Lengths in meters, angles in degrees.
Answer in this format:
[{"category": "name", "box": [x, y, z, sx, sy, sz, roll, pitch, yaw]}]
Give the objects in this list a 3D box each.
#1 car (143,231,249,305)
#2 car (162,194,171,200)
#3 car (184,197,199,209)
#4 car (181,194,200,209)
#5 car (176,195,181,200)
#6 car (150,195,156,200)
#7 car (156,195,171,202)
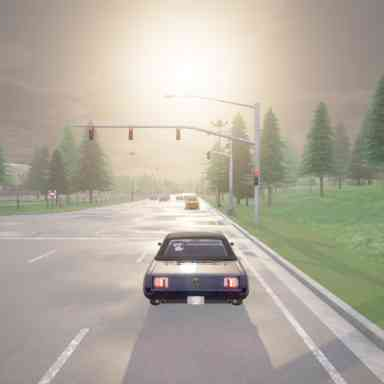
[{"category": "car", "box": [0.090, 1.603, 8.018, 1.895, 1.301, 4.718, 0, 0, 0]}, {"category": "car", "box": [-6.878, 1.401, 90.735, 2.033, 1.411, 5.357, 0, 0, 0]}, {"category": "car", "box": [-0.041, 1.592, 49.686, 2.033, 1.411, 5.357, 0, 1, 2]}, {"category": "car", "box": [-0.093, 1.113, 46.136, 1.882, 1.535, 5.008, -3, 16, -4]}, {"category": "car", "box": [-3.378, 1.582, 91.144, 1.994, 1.385, 4.181, 0, 0, 0]}, {"category": "car", "box": [-10.378, 1.569, 91.153, 2.033, 1.411, 5.357, 0, 0, 0]}, {"category": "car", "box": [-6.892, 1.557, 80.315, 2.033, 1.411, 5.357, 0, 0, 0]}]
